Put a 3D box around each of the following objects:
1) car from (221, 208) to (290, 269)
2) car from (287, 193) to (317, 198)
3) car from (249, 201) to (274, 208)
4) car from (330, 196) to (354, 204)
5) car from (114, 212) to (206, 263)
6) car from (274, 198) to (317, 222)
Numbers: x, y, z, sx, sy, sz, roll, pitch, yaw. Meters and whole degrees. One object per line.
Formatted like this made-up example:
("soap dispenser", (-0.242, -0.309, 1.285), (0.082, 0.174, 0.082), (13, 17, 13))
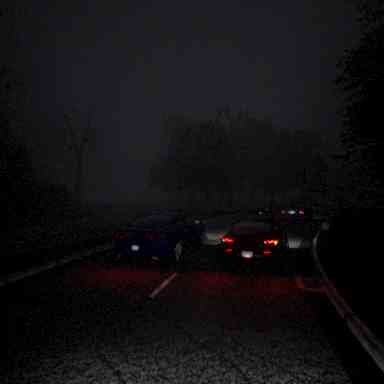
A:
("car", (2.204, 1.499, 11.180), (1.812, 1.442, 4.674), (0, 0, 18))
("car", (24.134, 1.425, 71.938), (2.150, 2.045, 5.566), (1, -1, -44))
("car", (6.658, 1.465, 29.359), (1.895, 1.301, 4.718), (0, 0, 29))
("car", (30.508, 1.656, 67.665), (1.837, 1.490, 4.892), (0, 0, -24))
("car", (-0.901, 1.444, 12.003), (1.882, 1.535, 5.008), (0, 0, 18))
("car", (7.887, 1.418, 24.832), (2.033, 1.411, 5.357), (0, 0, 26))
